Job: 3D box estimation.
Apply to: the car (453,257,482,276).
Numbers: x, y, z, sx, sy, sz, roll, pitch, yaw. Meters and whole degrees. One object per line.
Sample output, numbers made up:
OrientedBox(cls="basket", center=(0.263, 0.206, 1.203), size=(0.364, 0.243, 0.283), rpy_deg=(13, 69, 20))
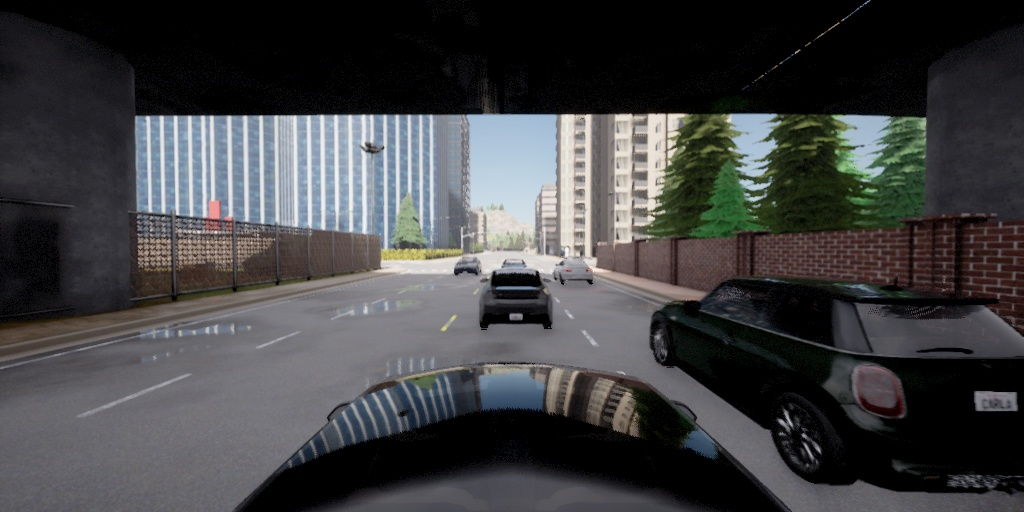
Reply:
OrientedBox(cls="car", center=(-3.437, 0.775, 28.918), size=(2.033, 1.411, 5.357), rpy_deg=(0, 1, 0))

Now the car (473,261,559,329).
OrientedBox(cls="car", center=(0.104, 1.083, 10.543), size=(1.837, 1.490, 4.892), rpy_deg=(0, 1, 0))

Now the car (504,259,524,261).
OrientedBox(cls="car", center=(0.149, 0.858, 27.273), size=(1.895, 1.301, 4.718), rpy_deg=(0, 1, 0))

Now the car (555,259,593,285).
OrientedBox(cls="car", center=(3.647, 0.888, 21.694), size=(1.812, 1.442, 4.674), rpy_deg=(0, 1, 0))

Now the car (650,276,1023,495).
OrientedBox(cls="car", center=(3.564, 1.041, 4.750), size=(2.097, 1.767, 4.553), rpy_deg=(0, 1, 1))
